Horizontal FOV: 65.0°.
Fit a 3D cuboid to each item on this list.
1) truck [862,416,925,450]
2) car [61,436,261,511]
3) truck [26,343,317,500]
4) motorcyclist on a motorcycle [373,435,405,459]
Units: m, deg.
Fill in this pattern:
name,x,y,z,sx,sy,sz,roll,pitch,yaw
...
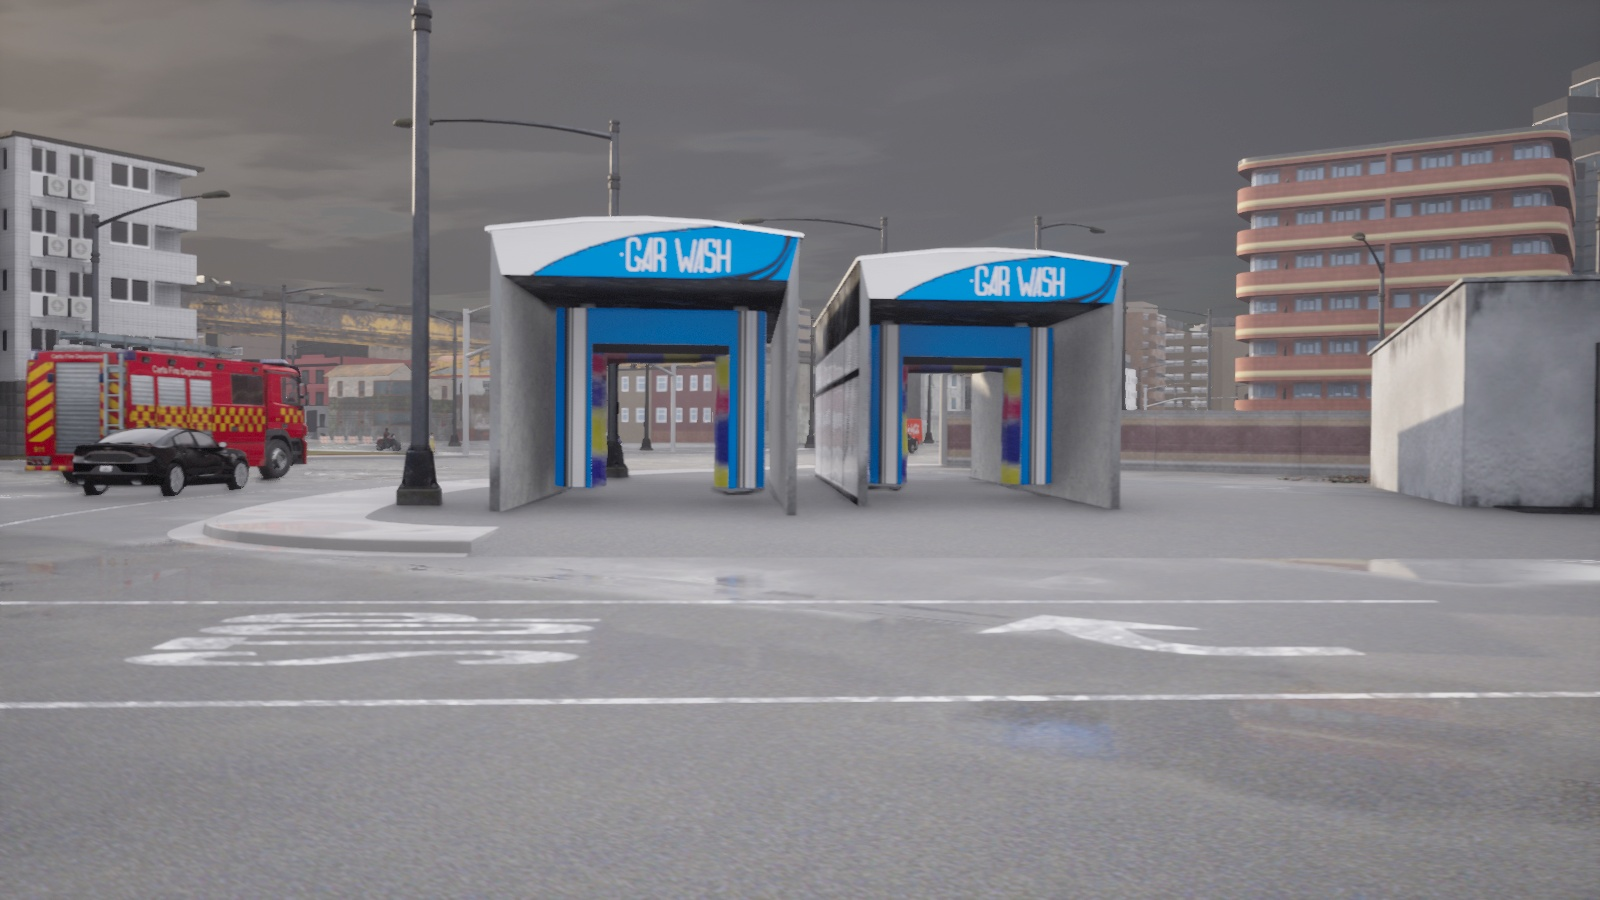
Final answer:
name,x,y,z,sx,sy,sz,roll,pitch,yaw
truck,7.182,-1.300,96.251,2.627,2.467,5.204,0,2,33
car,-14.270,0.461,28.430,1.882,1.535,5.008,-1,1,1
truck,-17.014,-0.742,34.930,2.891,3.827,8.468,0,1,8
motorcyclist on a motorcycle,-28.021,-0.195,85.606,2.350,1.649,0.766,0,1,32
